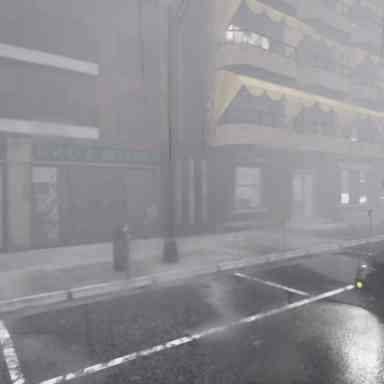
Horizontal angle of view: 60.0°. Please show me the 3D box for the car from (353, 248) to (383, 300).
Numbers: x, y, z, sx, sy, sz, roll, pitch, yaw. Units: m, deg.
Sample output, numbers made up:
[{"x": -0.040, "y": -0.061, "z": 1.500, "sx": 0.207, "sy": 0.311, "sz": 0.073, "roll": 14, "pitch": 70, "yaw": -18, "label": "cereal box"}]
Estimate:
[{"x": 5.309, "y": 1.481, "z": 7.066, "sx": 4.181, "sy": 1.385, "sz": 1.994, "roll": -1, "pitch": 0, "yaw": -35, "label": "car"}]
